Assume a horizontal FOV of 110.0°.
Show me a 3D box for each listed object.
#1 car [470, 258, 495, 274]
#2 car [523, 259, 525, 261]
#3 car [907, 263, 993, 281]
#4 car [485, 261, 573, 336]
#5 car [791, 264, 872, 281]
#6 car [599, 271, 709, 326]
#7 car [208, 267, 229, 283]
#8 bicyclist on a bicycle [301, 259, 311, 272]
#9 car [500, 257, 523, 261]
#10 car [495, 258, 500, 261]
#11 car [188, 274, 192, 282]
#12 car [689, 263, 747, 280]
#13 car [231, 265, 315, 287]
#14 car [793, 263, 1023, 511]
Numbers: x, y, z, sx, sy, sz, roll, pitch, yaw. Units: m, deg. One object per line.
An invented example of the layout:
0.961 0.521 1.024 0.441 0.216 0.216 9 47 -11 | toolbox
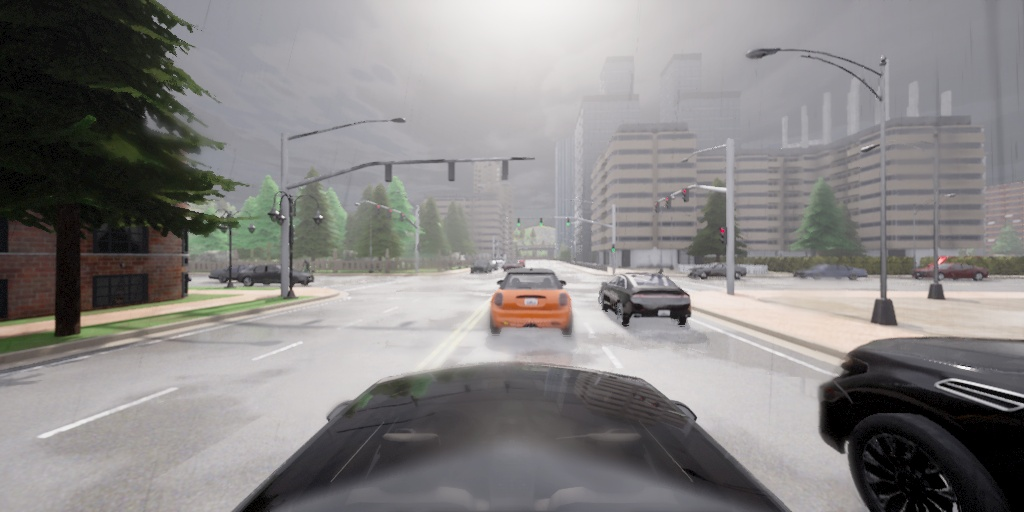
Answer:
-3.889 1.295 45.697 2.097 1.767 4.553 0 0 6 | car
0.614 1.566 58.477 1.994 1.385 4.181 0 0 5 | car
38.662 1.380 31.756 5.008 1.535 1.882 0 0 4 | car
0.584 1.142 10.785 2.097 1.767 4.553 0 0 3 | car
28.757 1.448 32.449 5.357 1.411 2.033 0 0 4 | car
4.148 1.290 11.837 2.128 1.511 4.902 0 0 3 | car
-21.155 1.407 28.689 5.357 1.411 2.033 0 0 4 | car
-22.872 1.208 39.814 0.582 1.620 1.656 0 0 4 | bicyclist on a bicycle
-0.007 1.316 49.880 2.097 1.767 4.553 0 0 4 | car
-3.180 1.474 54.618 2.128 1.511 4.902 0 0 4 | car
-25.983 1.390 25.525 5.357 1.411 2.033 0 0 4 | car
18.908 1.390 33.131 4.902 1.511 2.128 0 0 4 | car
-16.271 1.349 24.840 4.892 1.490 1.837 0 0 4 | car
3.707 0.970 0.659 2.150 2.045 5.566 0 0 0 | car
